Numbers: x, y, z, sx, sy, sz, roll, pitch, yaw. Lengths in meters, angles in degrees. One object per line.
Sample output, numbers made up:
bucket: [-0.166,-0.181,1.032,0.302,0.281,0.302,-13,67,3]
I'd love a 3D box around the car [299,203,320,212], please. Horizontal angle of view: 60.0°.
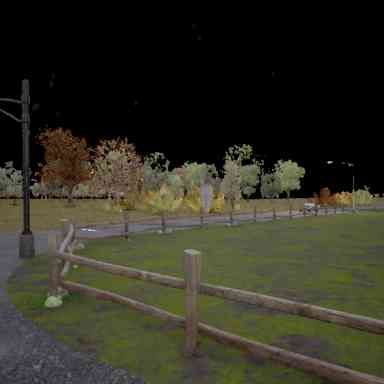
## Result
car: [18.813,2.449,53.015,2.033,1.411,5.357,-1,-2,40]
